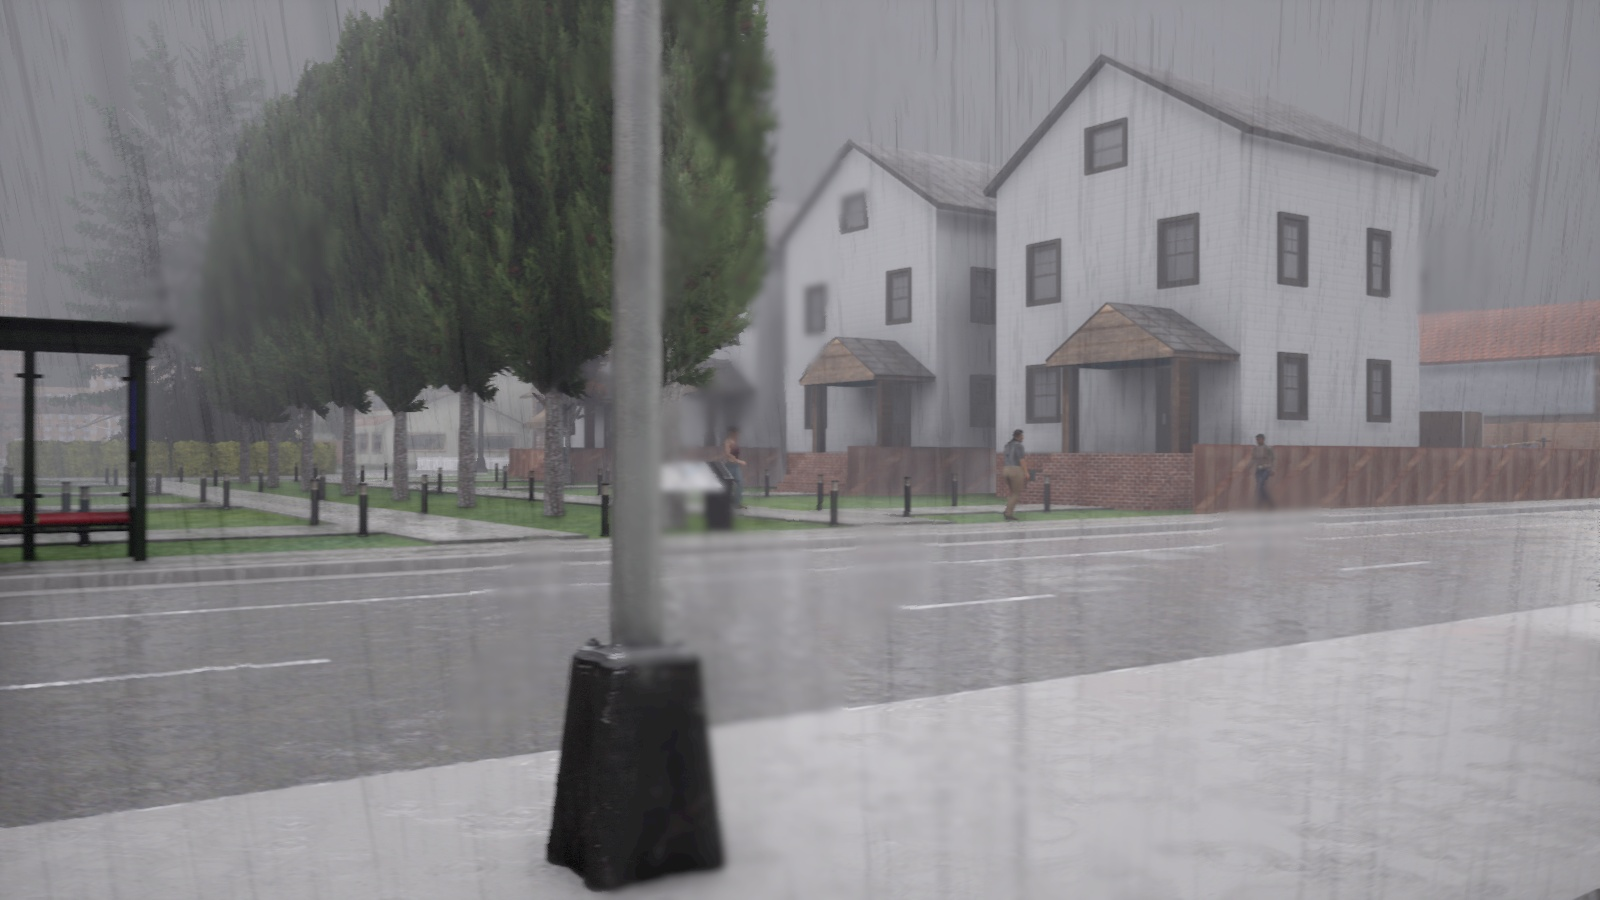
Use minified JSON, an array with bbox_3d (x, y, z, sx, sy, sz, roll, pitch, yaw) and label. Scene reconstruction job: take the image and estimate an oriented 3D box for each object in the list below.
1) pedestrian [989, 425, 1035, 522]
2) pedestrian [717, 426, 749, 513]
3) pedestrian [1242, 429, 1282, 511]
[{"bbox_3d":[4.126,0.451,24.446,0.694,1.848,0.540,0,0,-24],"label":"pedestrian"},{"bbox_3d":[-1.445,0.418,26.953,0.594,1.836,0.345,0,0,32],"label":"pedestrian"},{"bbox_3d":[10.318,0.446,28.046,0.869,1.805,0.328,0,0,-29],"label":"pedestrian"}]
